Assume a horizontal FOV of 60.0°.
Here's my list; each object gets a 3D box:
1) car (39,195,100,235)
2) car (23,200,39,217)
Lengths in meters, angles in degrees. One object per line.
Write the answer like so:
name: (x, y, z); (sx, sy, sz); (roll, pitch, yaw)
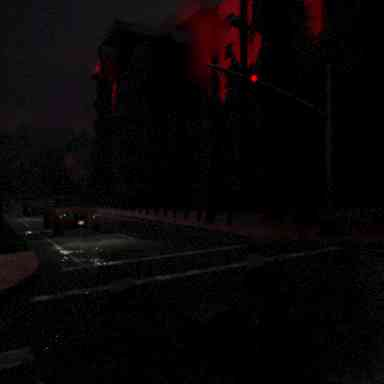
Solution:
car: (-7.126, 1.220, 19.318); (2.150, 2.045, 5.566); (0, 0, -32)
car: (-14.646, 1.479, 31.223); (1.882, 1.535, 5.008); (0, 0, -32)
